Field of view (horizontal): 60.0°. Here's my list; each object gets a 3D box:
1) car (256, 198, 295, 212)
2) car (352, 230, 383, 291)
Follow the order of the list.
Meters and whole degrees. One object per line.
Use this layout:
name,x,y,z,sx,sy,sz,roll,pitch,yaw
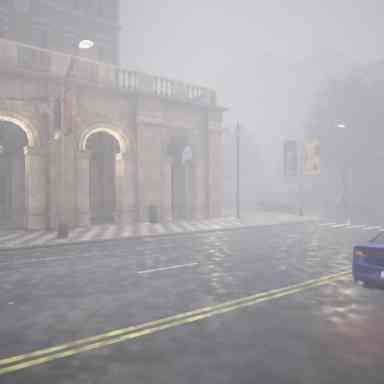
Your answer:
car,9.918,1.477,39.799,1.882,1.535,5.008,0,0,-35
car,5.803,1.477,7.996,5.008,1.535,1.882,0,0,-37
